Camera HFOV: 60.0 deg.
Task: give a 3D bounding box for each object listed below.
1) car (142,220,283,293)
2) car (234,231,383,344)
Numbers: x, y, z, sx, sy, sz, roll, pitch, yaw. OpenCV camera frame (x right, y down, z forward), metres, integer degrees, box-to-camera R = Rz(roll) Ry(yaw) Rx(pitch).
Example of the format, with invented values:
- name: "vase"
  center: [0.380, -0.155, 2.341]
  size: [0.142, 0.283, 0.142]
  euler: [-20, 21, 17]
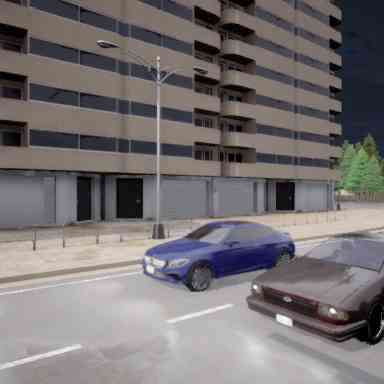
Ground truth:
- name: "car"
  center: [0.923, 1.525, 9.033]
  size: [4.674, 1.442, 1.812]
  euler: [0, 0, -36]
- name: "car"
  center: [3.539, 1.547, 6.596]
  size: [5.357, 1.411, 2.033]
  euler: [0, 0, -36]
